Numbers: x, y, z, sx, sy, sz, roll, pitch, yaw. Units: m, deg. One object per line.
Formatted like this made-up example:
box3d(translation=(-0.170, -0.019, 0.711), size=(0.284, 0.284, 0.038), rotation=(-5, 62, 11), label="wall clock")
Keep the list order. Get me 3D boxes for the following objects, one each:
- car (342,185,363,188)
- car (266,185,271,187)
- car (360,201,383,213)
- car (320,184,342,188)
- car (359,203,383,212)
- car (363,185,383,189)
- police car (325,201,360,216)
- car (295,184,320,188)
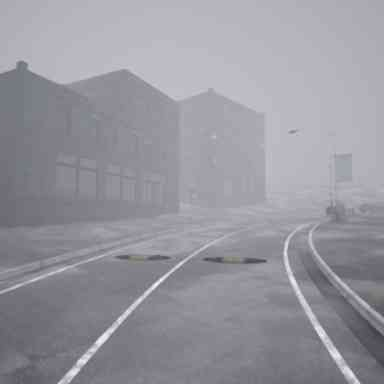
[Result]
box3d(translation=(38.340, -1.074, 81.272), size=(4.674, 1.452, 2.002), rotation=(1, -5, -6), label="car")
box3d(translation=(16.425, -1.398, 79.265), size=(4.553, 1.767, 2.185), rotation=(0, -5, -5), label="car")
box3d(translation=(23.993, 1.946, 44.095), size=(4.892, 1.490, 1.837), rotation=(0, -4, -37), label="car")
box3d(translation=(32.824, -1.181, 80.686), size=(4.892, 1.521, 2.231), rotation=(0, -5, -5), label="car")
box3d(translation=(28.631, 2.400, 52.290), size=(4.718, 1.301, 1.895), rotation=(0, -5, -28), label="car")
box3d(translation=(43.843, -1.030, 81.983), size=(5.008, 1.535, 2.097), rotation=(1, -6, -7), label="car")
box3d(translation=(16.910, 1.829, 37.863), size=(1.930, 1.638, 5.238), rotation=(-5, -4, 44), label="police car")
box3d(translation=(27.325, -1.220, 80.201), size=(4.892, 1.521, 2.231), rotation=(0, -5, -5), label="car")
